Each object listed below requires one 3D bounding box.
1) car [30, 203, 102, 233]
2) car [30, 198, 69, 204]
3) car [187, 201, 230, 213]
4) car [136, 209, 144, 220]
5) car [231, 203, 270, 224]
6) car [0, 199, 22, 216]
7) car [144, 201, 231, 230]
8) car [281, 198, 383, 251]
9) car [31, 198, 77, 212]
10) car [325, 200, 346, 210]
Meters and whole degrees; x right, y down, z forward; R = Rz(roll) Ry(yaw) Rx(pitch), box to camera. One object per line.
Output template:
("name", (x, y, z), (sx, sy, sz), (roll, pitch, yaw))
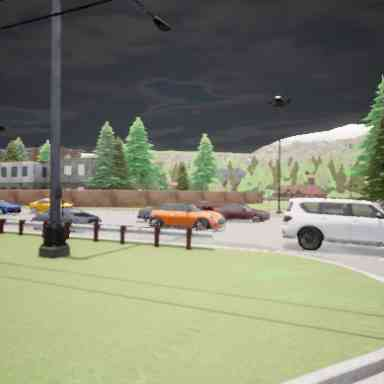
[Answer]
("car", (-7.372, 1.580, 19.658), (4.181, 1.385, 1.994), (0, 0, 24))
("car", (-14.566, 1.496, 34.529), (5.008, 1.535, 1.882), (0, 0, 25))
("car", (1.910, 1.739, 38.616), (4.718, 1.301, 1.895), (0, 0, -10))
("car", (-1.508, 1.618, 24.667), (5.357, 1.411, 2.033), (0, 0, 25))
("car", (3.750, 1.634, 26.102), (4.674, 1.442, 1.812), (0, 0, 25))
("car", (-18.992, 1.462, 32.714), (5.008, 1.535, 1.882), (0, 0, 25))
("car", (-0.271, 1.415, 20.245), (4.553, 1.767, 2.097), (0, 0, 25))
("car", (6.435, 1.300, 13.307), (5.566, 2.045, 2.150), (1, 0, 25))
("car", (-16.583, 1.501, 40.016), (5.008, 1.535, 1.882), (0, 0, 18))
("car", (21.564, 1.903, 49.908), (1.895, 1.301, 4.718), (0, 0, 36))
